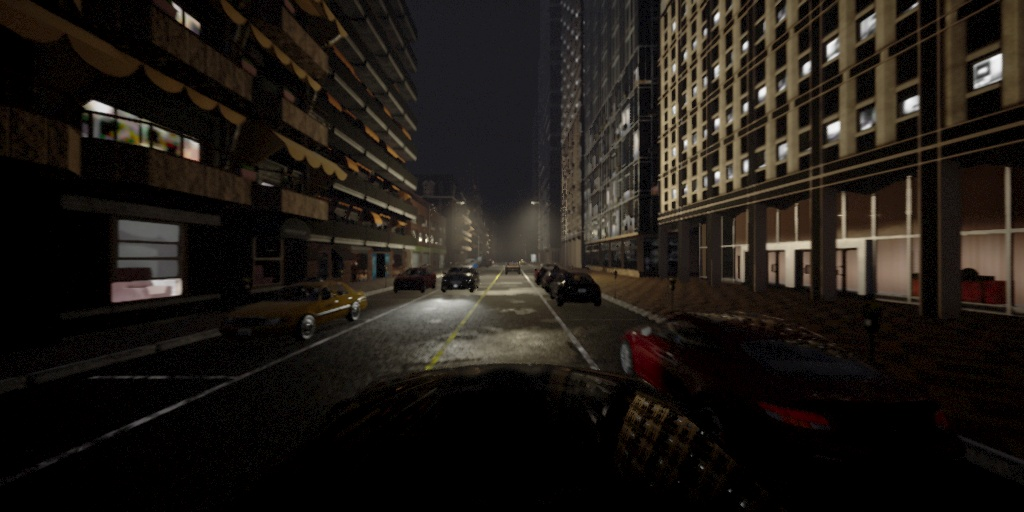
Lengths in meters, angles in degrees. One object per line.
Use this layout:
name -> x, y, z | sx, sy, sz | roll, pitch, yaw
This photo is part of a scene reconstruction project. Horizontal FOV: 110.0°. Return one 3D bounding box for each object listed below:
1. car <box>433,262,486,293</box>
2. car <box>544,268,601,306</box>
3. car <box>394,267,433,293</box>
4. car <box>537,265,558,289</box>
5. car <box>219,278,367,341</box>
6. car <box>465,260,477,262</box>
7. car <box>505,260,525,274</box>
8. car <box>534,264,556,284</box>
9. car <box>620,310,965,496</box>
car -> -3.000, 1.333, 21.533 | 2.128, 1.511, 4.902 | 0, 0, 0
car -> 2.691, 1.376, 15.853 | 1.948, 1.339, 4.313 | 0, 0, 0
car -> -5.689, 1.381, 21.503 | 1.888, 1.381, 4.507 | 0, 0, 0
car -> 2.691, 1.418, 21.502 | 1.802, 1.307, 4.207 | 0, 0, 0
car -> -5.690, 1.311, 10.036 | 1.751, 1.417, 4.829 | 0, 0, 0
car -> -5.688, 1.504, 44.097 | 1.948, 1.339, 4.313 | 0, 0, 0
car -> 0.103, 1.430, 44.010 | 2.128, 1.511, 4.902 | 0, 0, 0
car -> 2.691, 1.301, 27.150 | 1.967, 1.591, 4.097 | 0, 0, 0
car -> 2.689, 1.344, 4.556 | 1.802, 1.307, 4.207 | 0, 0, 0
